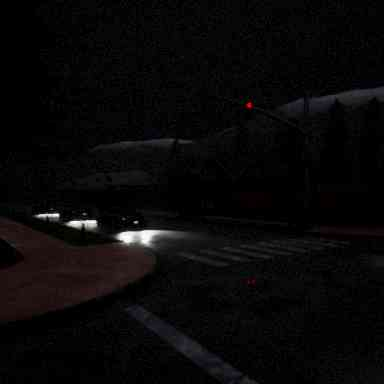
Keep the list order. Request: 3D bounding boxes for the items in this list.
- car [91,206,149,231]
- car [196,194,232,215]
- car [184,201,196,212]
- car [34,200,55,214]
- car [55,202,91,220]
[{"bbox_3d":[-4.406,1.565,20.773,1.994,1.385,4.181,0,0,-37],"label":"car"},{"bbox_3d":[3.030,1.196,32.454,4.605,1.855,1.932,0,0,-37],"label":"car"},{"bbox_3d":[1.213,1.197,34.234,3.866,1.878,1.905,0,0,-37],"label":"car"},{"bbox_3d":[-15.608,1.564,35.756,1.994,1.385,4.181,0,0,-37],"label":"car"},{"bbox_3d":[-9.676,1.564,27.845,1.994,1.385,4.181,0,0,-37],"label":"car"}]
